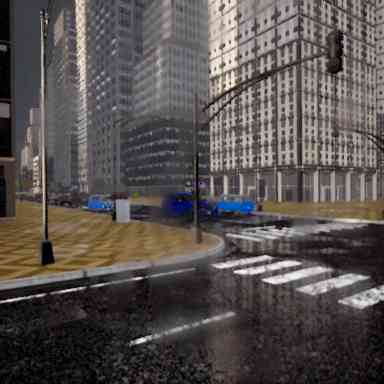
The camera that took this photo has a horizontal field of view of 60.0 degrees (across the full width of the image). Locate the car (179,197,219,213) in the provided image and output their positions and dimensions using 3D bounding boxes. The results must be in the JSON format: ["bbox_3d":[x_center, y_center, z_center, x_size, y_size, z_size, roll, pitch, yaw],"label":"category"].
[{"bbox_3d":[0.623,1.300,34.665,1.887,1.381,4.507,-1,1,-34],"label":"car"}]

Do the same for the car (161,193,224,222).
[{"bbox_3d":[-0.343,1.078,25.716,2.150,2.045,5.566,-1,1,-34],"label":"car"}]

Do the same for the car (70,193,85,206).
[{"bbox_3d":[-15.559,1.273,48.254,2.033,1.411,5.357,-1,1,-34],"label":"car"}]

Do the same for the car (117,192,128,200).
[{"bbox_3d":[-11.832,0.963,52.985,2.192,1.841,5.009,-1,1,-34],"label":"car"}]

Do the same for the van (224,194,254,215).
[{"bbox_3d":[3.805,1.122,30.131,1.690,1.788,3.998,-1,1,-34],"label":"van"}]

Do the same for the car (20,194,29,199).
[{"bbox_3d":[-40.529,1.138,80.376,1.802,1.307,4.206,0,1,-34],"label":"car"}]

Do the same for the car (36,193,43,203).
[{"bbox_3d":[-28.093,1.248,62.038,1.802,1.307,4.206,0,1,-34],"label":"car"}]

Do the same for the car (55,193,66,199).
[{"bbox_3d":[-33.689,0.981,85.220,1.752,1.417,4.829,-1,1,-34],"label":"car"}]

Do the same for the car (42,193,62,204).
[{"bbox_3d":[-21.875,1.272,52.868,2.008,1.369,4.403,-1,1,-34],"label":"car"}]

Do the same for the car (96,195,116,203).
[{"bbox_3d":[-14.940,1.166,57.572,1.887,1.381,4.507,-1,1,-34],"label":"car"}]

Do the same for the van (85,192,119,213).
[{"bbox_3d":[-9.440,1.170,34.529,1.690,1.788,3.998,-1,1,-34],"label":"van"}]

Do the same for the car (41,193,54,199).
[{"bbox_3d":[-37.375,0.993,85.856,2.128,1.511,4.902,-1,1,-34],"label":"car"}]

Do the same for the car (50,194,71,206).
[{"bbox_3d":[-18.766,1.314,48.284,1.947,1.339,4.313,-1,1,-34],"label":"car"}]
